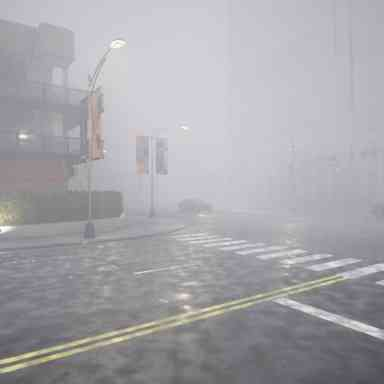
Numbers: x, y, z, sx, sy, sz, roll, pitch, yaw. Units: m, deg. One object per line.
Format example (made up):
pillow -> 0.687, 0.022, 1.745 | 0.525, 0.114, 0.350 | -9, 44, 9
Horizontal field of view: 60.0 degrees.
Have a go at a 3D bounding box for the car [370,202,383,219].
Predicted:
car -> 17.499, 1.221, 26.768 | 2.150, 2.045, 5.566 | 0, 0, -35

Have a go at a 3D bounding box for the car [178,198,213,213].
car -> 0.300, 1.478, 37.145 | 1.882, 1.535, 5.008 | 0, 0, -35
